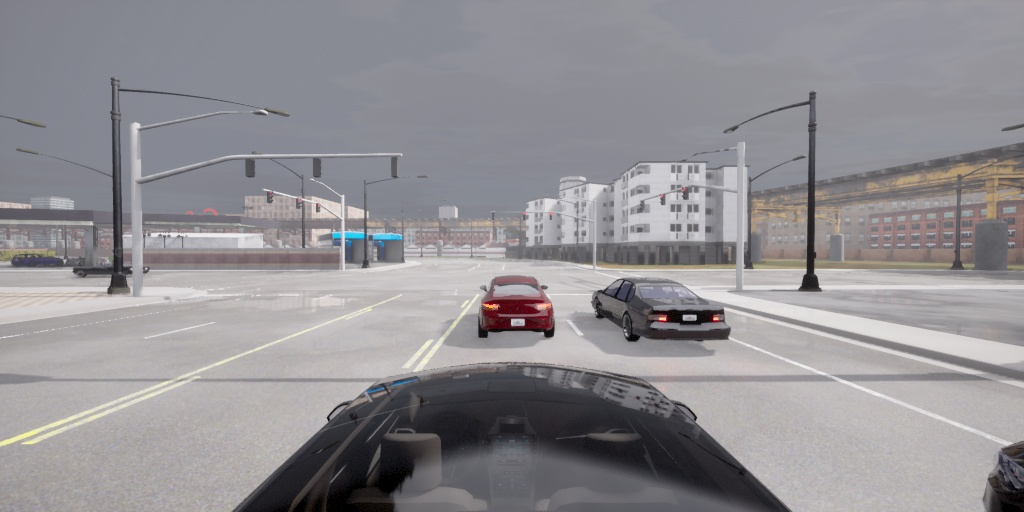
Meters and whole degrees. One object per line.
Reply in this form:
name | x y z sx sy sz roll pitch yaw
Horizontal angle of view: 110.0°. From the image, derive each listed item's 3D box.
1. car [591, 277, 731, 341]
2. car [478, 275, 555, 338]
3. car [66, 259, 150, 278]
car | 3.578 1.283 9.743 2.033 1.411 5.357 0 0 0
car | 0.067 1.256 10.026 1.812 1.442 4.674 0 0 -1
car | -33.753 1.136 30.202 4.718 1.301 1.895 0 1 -1
